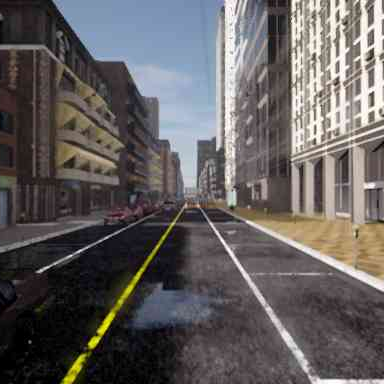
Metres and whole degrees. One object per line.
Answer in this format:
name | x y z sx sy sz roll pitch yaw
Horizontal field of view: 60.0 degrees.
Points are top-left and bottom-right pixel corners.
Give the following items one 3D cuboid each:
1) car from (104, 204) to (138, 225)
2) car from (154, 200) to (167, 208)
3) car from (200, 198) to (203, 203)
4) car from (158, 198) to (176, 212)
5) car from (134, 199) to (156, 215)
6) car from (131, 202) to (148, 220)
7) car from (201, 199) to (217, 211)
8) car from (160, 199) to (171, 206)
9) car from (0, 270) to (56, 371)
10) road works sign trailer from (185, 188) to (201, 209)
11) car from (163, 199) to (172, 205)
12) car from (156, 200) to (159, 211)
car | -5.687 1.831 26.206 1.802 1.307 4.206 0 -1 0
car | -5.681 2.137 60.096 2.008 1.369 4.403 0 -1 0
car | 2.699 1.969 54.447 1.967 1.590 4.097 0 -1 0
car | -3.081 1.959 44.837 1.812 1.442 4.674 0 -1 0
car | -5.685 1.676 37.505 2.192 1.841 5.009 0 -1 0
car | -5.686 1.887 31.854 1.802 1.307 4.206 0 -1 0
car | 2.698 2.000 48.969 1.752 1.417 4.829 0 -1 0
car | -5.680 2.267 71.392 1.947 1.339 4.313 0 -1 0
car | -3.100 1.577 3.043 2.033 1.411 5.357 0 -1 0
road works sign trailer | 0.009 0.995 54.616 2.380 3.560 2.880 0 -1 0
car | -5.678 2.284 76.871 1.752 1.417 4.829 0 -1 0
car | -5.683 1.913 48.801 1.967 1.590 4.097 0 -1 0
